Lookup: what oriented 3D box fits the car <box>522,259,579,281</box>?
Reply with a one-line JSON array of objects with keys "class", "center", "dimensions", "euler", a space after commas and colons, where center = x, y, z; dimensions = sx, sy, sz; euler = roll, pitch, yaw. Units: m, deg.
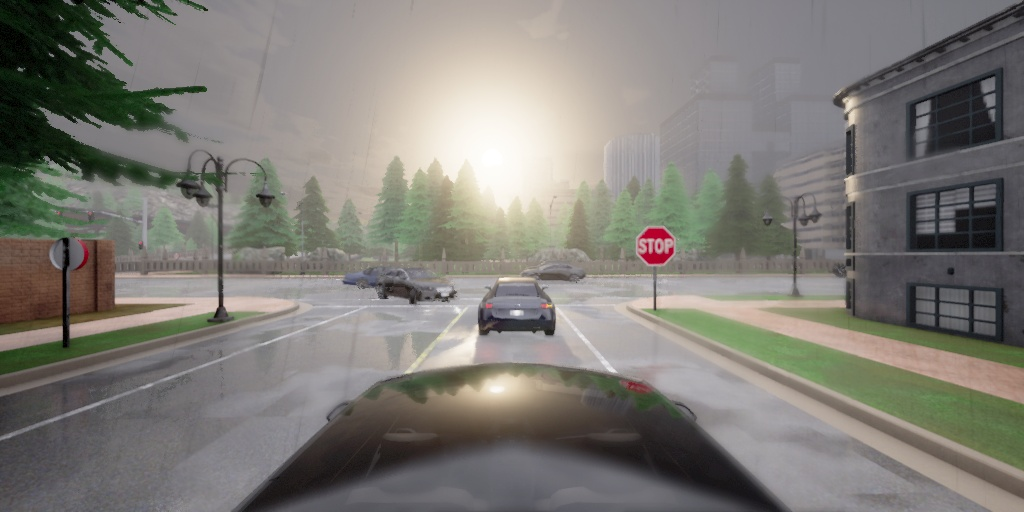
[{"class": "car", "center": [3.167, 1.138, 30.239], "dimensions": [4.553, 1.767, 2.097], "euler": [0, 0, -2]}]

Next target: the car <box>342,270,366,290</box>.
[{"class": "car", "center": [-7.734, 1.334, 22.629], "dimensions": [5.357, 1.411, 2.033], "euler": [0, 0, -2]}]

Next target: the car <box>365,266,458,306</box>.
[{"class": "car", "center": [-4.330, 1.273, 15.960], "dimensions": [2.128, 1.511, 4.902], "euler": [2, -2, -44]}]

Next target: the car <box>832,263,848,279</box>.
[{"class": "car", "center": [31.262, 1.009, 31.221], "dimensions": [5.566, 2.045, 2.150], "euler": [0, 0, -2]}]

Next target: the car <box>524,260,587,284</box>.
[{"class": "car", "center": [3.062, 1.278, 26.735], "dimensions": [4.902, 1.511, 2.128], "euler": [0, 0, -2]}]

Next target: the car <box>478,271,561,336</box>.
[{"class": "car", "center": [0.134, 1.313, 10.461], "dimensions": [1.994, 1.385, 4.181], "euler": [0, 0, 1]}]
